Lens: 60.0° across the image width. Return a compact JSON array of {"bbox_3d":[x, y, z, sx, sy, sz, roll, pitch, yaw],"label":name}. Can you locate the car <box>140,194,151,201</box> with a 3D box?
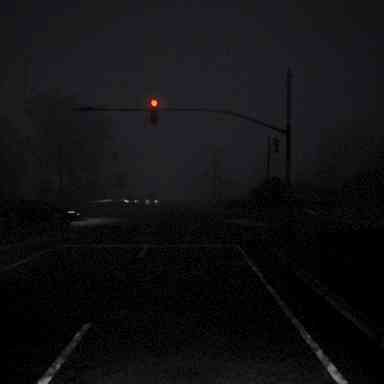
[{"bbox_3d":[-10.335,1.235,74.014,1.994,1.385,4.181,0,-1,0],"label":"car"}]

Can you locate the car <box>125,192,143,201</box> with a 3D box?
[{"bbox_3d":[-10.440,0.783,58.709,1.882,1.535,5.008,0,-2,0],"label":"car"}]

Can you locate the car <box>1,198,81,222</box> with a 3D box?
[{"bbox_3d":[-9.801,1.174,21.713,4.892,1.490,1.837,0,1,2],"label":"car"}]

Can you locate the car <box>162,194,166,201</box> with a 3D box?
[{"bbox_3d":[-6.834,1.217,74.162,2.033,1.411,5.357,0,-1,0],"label":"car"}]

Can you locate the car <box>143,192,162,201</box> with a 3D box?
[{"bbox_3d":[-6.941,0.814,58.802,1.837,1.490,4.892,0,-2,0],"label":"car"}]
